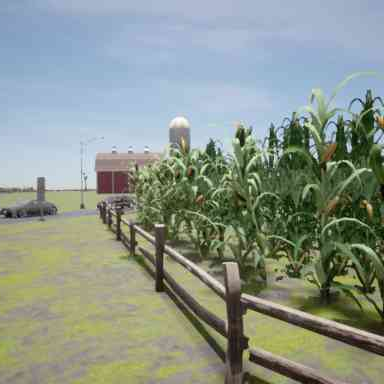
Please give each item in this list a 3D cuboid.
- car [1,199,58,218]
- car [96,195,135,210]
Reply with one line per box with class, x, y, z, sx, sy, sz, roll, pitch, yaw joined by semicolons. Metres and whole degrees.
car;-13.221;1.308;27.203;1.994;1.385;4.181;-1;1;32
car;-8.140;1.077;35.829;1.837;1.490;4.892;-1;1;29
